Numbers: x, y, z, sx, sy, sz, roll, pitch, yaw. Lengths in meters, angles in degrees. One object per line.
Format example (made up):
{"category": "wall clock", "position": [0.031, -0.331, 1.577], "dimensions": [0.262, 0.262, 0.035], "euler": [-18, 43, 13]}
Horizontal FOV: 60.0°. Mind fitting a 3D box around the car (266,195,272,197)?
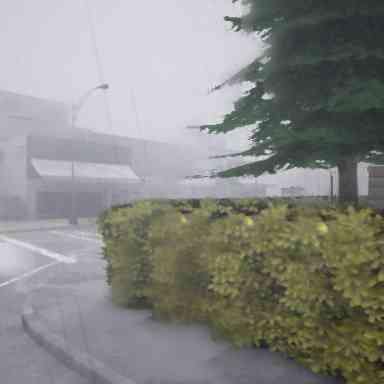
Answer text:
{"category": "car", "position": [17.151, 1.478, 79.322], "dimensions": [2.152, 1.636, 5.027], "euler": [0, 0, 42]}
